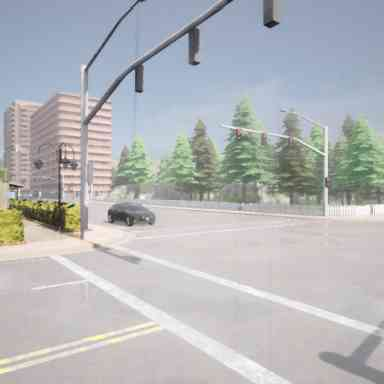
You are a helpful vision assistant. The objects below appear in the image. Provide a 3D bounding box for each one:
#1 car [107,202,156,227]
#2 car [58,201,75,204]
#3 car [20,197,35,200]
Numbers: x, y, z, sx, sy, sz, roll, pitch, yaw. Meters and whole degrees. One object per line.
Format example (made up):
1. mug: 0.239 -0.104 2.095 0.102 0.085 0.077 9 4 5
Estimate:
1. car: -4.295 1.504 23.205 1.837 1.490 4.892 0 0 -37
2. car: -13.335 1.601 35.259 1.895 1.301 4.718 0 0 -37
3. car: -25.944 1.495 52.221 2.128 1.511 4.902 0 0 -37
